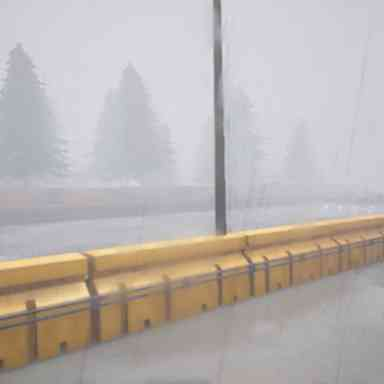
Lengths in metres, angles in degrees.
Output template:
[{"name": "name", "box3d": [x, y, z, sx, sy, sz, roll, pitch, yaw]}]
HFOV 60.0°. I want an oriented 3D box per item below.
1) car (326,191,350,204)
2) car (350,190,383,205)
[{"name": "car", "box3d": [18.044, 0.601, 40.318, 5.008, 1.535, 1.882, -2, 1, -44]}, {"name": "car", "box3d": [20.001, 0.604, 37.353, 5.008, 1.535, 1.882, -2, 1, -44]}]
